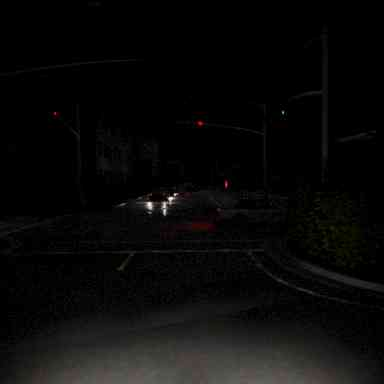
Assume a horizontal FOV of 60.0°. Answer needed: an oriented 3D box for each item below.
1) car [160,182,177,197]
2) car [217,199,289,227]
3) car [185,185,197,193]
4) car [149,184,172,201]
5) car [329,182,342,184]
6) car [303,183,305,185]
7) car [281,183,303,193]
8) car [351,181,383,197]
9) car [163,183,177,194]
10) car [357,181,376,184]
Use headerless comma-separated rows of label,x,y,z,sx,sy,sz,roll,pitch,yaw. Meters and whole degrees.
car,-3.742,-0.438,47.791,2.150,2.045,5.566,-1,2,0
car,3.720,1.045,17.351,4.718,1.301,1.895,0,3,0
car,-0.173,-0.546,58.693,1.812,1.442,4.674,-1,2,0
car,-3.718,0.162,37.765,1.882,1.535,5.008,-1,2,0
car,25.304,-1.035,59.484,2.152,1.636,5.027,-1,2,0
car,18.890,-0.874,59.132,1.970,1.475,3.806,-1,2,0
car,15.266,-0.526,52.071,2.007,1.523,4.514,-1,2,0
car,22.258,-0.462,42.094,1.932,1.855,4.605,-1,2,0
car,-3.727,-0.652,57.837,2.097,1.767,4.553,-1,2,0
car,19.013,-0.177,34.214,1.905,1.878,3.866,-1,2,0
